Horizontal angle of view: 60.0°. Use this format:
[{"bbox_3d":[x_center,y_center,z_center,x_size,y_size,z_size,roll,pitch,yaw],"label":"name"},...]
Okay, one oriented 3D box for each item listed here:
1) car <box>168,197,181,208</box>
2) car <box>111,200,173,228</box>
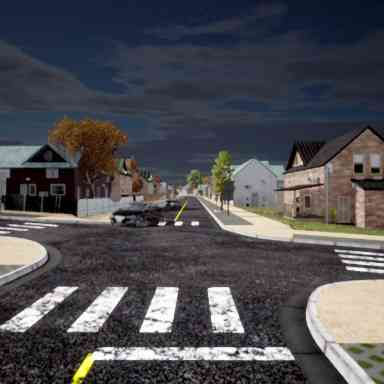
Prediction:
[{"bbox_3d":[-2.682,1.523,47.693,2.128,1.511,4.902,0,0,0],"label":"car"},{"bbox_3d":[-3.530,1.503,22.627,2.128,1.511,4.902,2,1,22],"label":"car"}]
